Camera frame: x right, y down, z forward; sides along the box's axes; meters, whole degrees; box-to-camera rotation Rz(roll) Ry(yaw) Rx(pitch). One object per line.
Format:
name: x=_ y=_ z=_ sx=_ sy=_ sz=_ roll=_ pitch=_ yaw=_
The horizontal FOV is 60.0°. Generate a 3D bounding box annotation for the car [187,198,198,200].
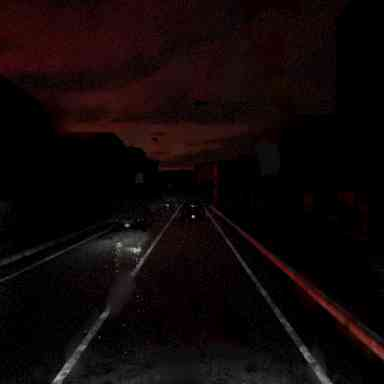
car: x=0.085 y=1.493 z=42.845 sx=1.837 sy=1.490 sz=4.892 roll=0 pitch=0 yaw=0

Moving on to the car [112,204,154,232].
car: x=-3.394 y=1.474 z=19.801 sx=2.128 sy=1.511 sz=4.902 roll=0 pitch=0 yaw=0

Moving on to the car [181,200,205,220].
car: x=0.090 y=1.578 z=27.471 sx=1.895 sy=1.301 sz=4.718 roll=0 pitch=0 yaw=0

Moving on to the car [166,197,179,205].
car: x=-3.545 y=1.559 z=60.799 sx=1.812 sy=1.442 sz=4.674 roll=0 pitch=0 yaw=0
